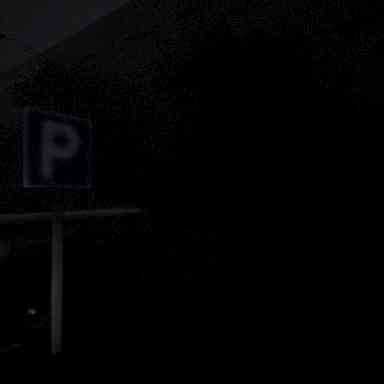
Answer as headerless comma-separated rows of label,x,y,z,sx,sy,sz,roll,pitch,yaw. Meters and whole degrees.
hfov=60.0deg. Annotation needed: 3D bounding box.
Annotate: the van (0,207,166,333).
van,-2.380,1.357,7.121,1.878,1.987,4.442,-2,-1,35
